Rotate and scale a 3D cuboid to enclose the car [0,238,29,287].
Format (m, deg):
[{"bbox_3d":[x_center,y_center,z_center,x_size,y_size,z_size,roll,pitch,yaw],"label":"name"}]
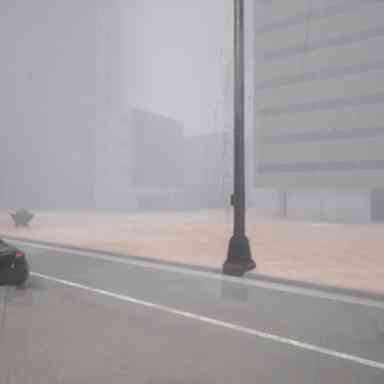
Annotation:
[{"bbox_3d":[-5.867,1.568,8.167,4.181,1.385,1.994,0,0,36],"label":"car"}]
